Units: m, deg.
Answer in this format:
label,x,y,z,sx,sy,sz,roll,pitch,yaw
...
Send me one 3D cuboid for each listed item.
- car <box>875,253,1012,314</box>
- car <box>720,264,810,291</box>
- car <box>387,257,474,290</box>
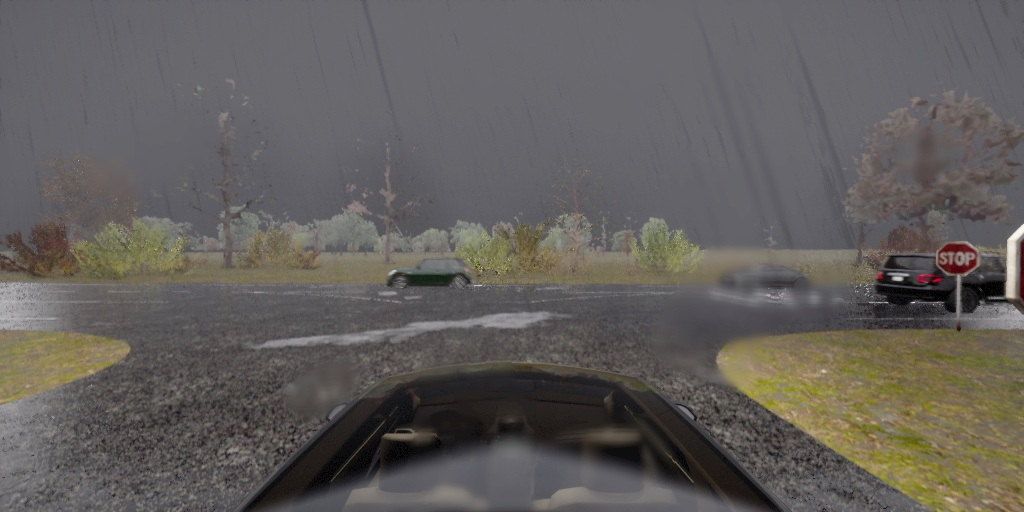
label,x,y,z,sx,sy,sz,roll,pitch,yaw
car,16.518,0.914,12.942,5.566,2.045,2.150,0,1,-1
car,13.943,1.159,19.900,4.181,1.385,1.994,0,1,-1
car,-4.385,0.871,19.530,4.553,1.767,2.097,0,1,-1
